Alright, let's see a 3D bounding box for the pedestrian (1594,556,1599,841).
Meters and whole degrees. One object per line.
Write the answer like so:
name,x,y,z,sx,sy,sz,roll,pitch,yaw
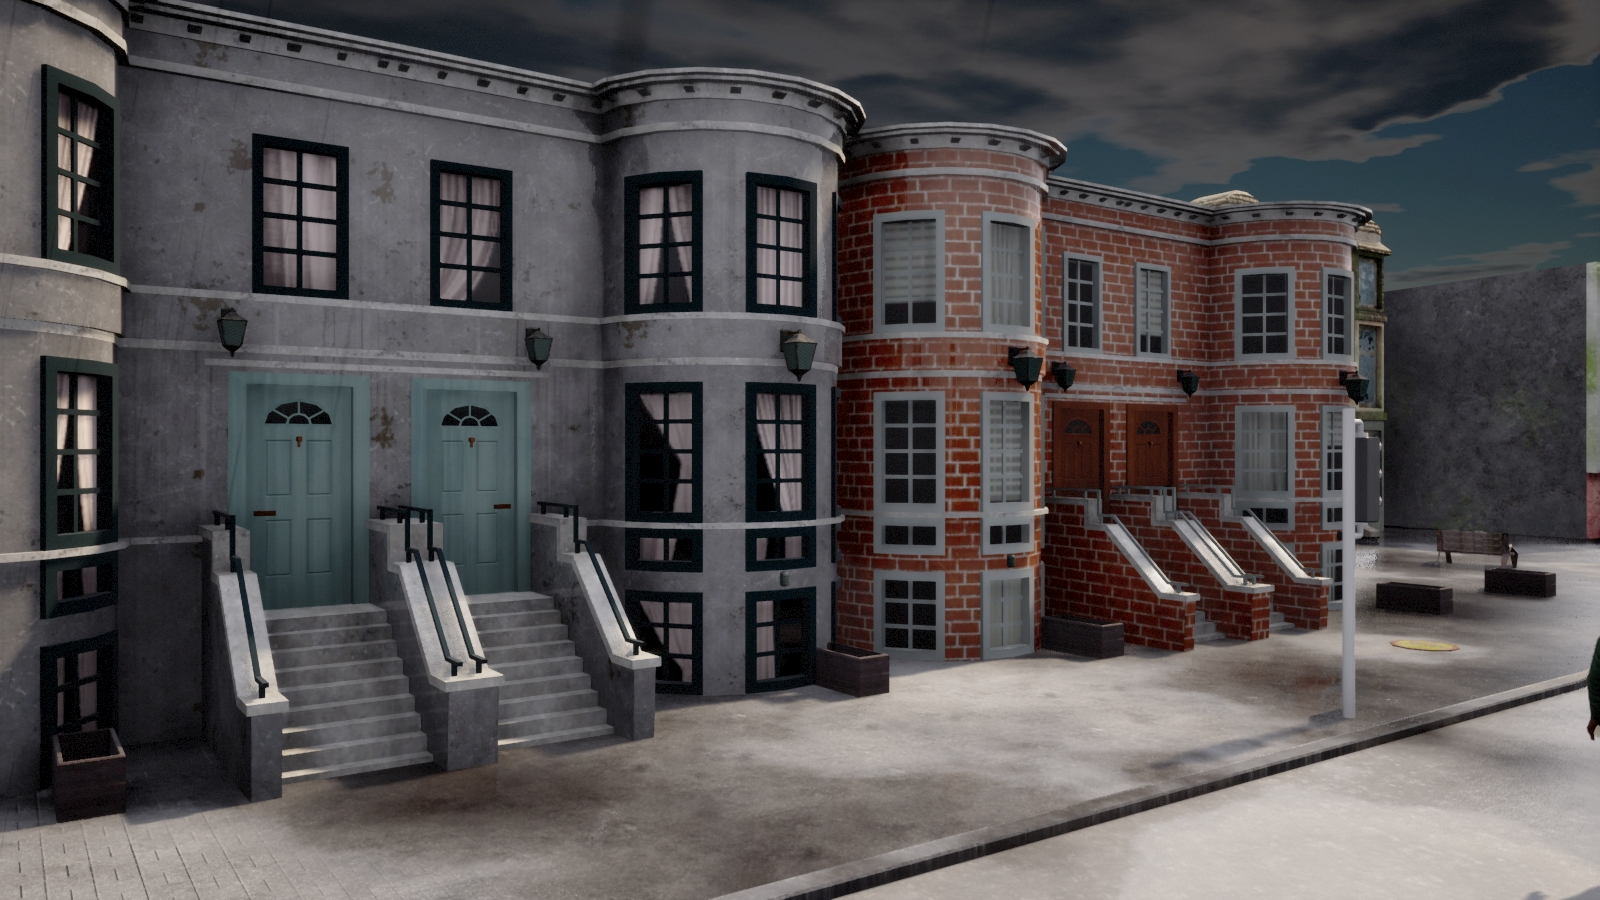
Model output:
pedestrian,5.470,1.628,7.431,0.375,1.860,0.375,0,0,-30
